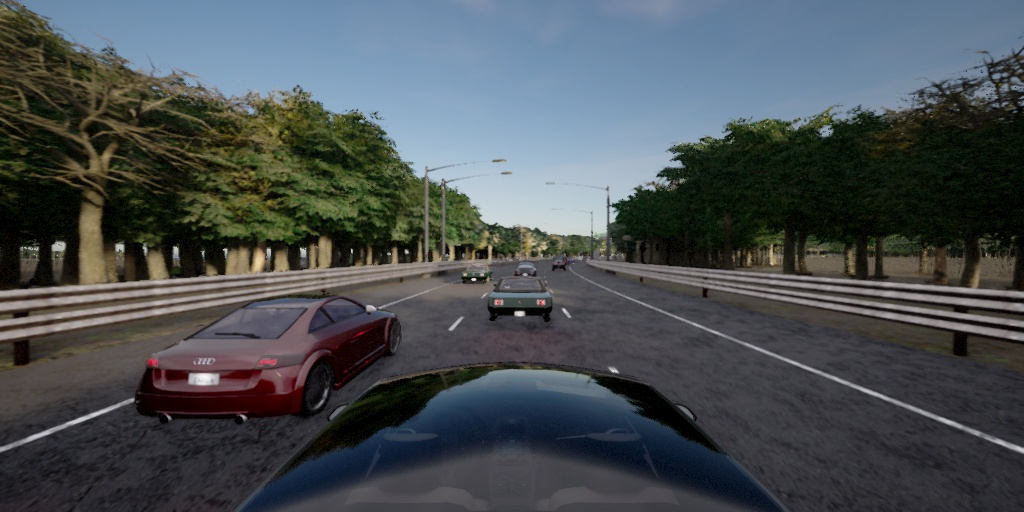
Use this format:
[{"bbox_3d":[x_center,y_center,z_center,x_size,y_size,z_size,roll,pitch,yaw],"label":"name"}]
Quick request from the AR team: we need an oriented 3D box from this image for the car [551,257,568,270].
[{"bbox_3d":[6.868,1.255,52.709,1.837,1.490,4.892,0,0,7],"label":"car"}]

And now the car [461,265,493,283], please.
[{"bbox_3d":[-2.531,1.349,27.232,1.895,1.301,4.718,0,0,4],"label":"car"}]

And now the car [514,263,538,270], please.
[{"bbox_3d":[1.169,1.278,30.079,1.812,1.442,4.674,0,0,4],"label":"car"}]

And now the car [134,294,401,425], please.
[{"bbox_3d":[-3.334,1.311,5.911,1.994,1.385,4.181,0,0,1],"label":"car"}]

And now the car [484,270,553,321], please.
[{"bbox_3d":[0.283,1.352,12.417,1.895,1.301,4.718,0,0,1],"label":"car"}]
